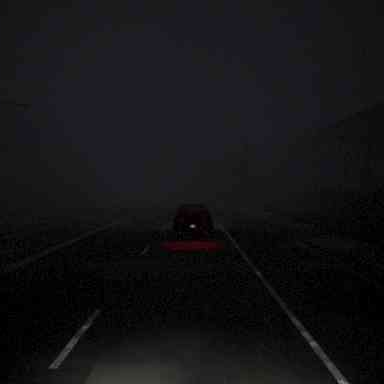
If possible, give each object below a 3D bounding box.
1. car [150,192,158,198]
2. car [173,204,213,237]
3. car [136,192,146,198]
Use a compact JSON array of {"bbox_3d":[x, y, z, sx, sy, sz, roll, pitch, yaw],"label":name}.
[{"bbox_3d":[-10.271,0.851,89.839,1.882,1.535,5.008,0,0,0],"label":"car"},{"bbox_3d":[0.042,1.358,17.271,1.882,1.535,5.008,0,0,0],"label":"car"},{"bbox_3d":[-13.771,0.727,89.877,2.097,1.767,4.553,0,0,0],"label":"car"}]
